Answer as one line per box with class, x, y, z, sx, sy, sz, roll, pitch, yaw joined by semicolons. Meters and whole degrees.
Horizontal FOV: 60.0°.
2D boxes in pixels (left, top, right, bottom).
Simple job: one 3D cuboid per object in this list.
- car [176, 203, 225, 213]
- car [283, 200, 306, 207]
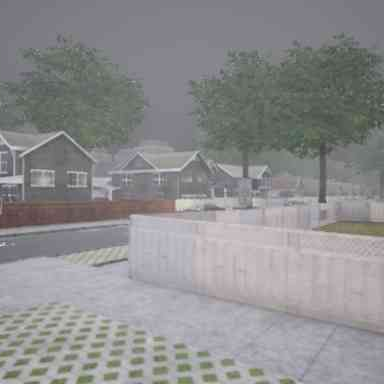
car;0.849;1.635;27.125;2.033;1.411;5.357;0;0;36
car;14.199;1.782;45.701;2.033;1.411;5.357;0;0;36
